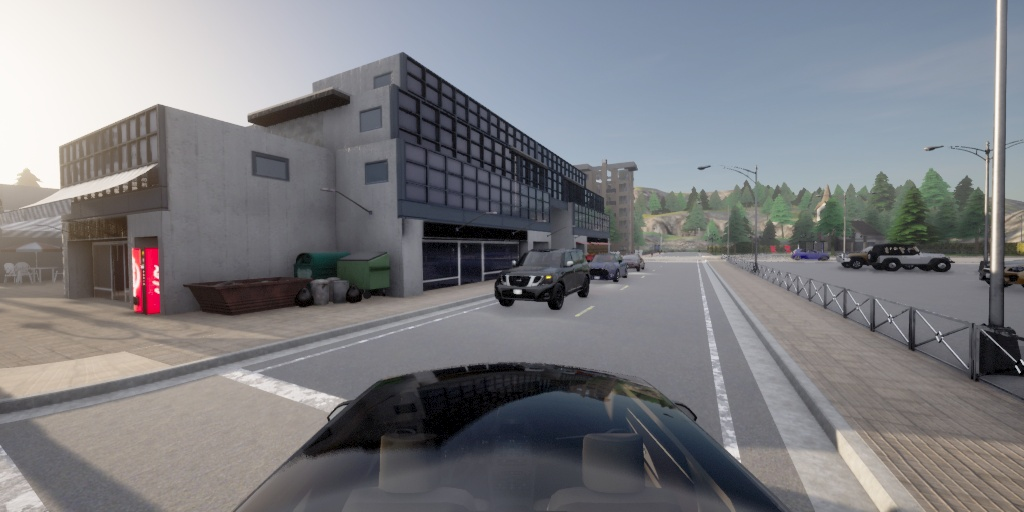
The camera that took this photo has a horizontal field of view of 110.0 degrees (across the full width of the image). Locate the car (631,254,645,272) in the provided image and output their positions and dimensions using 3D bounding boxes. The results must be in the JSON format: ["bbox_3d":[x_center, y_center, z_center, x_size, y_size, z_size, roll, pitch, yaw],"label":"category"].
[{"bbox_3d":[10.563,0.547,31.730,1.812,1.442,4.674,0,1,27],"label":"car"}]

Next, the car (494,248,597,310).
[{"bbox_3d":[1.429,0.725,13.860,2.150,2.045,5.566,0,1,27],"label":"car"}]

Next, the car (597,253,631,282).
[{"bbox_3d":[5.904,0.619,22.620,2.097,1.767,4.553,0,1,27],"label":"car"}]
